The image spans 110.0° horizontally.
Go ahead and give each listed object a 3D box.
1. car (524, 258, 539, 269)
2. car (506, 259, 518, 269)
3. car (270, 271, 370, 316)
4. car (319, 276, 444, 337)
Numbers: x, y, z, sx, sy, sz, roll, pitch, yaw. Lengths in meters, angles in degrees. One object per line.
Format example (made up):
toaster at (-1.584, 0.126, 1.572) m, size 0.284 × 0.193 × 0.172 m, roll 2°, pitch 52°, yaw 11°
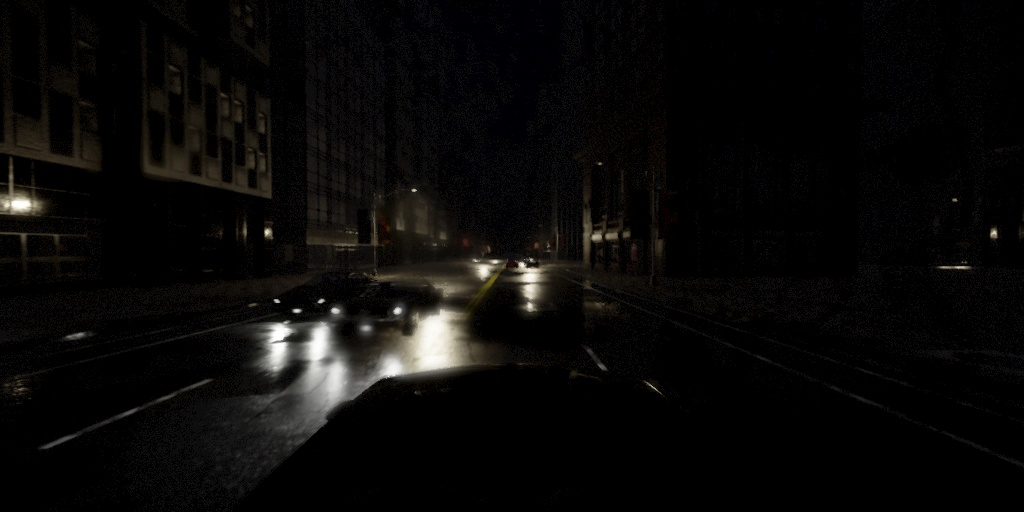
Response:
car at (3.250, 1.206, 56.485) m, size 2.128 × 1.511 × 4.902 m, roll 0°, pitch 0°, yaw 0°
car at (-0.001, 1.277, 57.221) m, size 1.994 × 1.385 × 4.181 m, roll 0°, pitch 0°, yaw 0°
car at (-6.561, 1.295, 13.610) m, size 2.033 × 1.411 × 5.357 m, roll 0°, pitch 0°, yaw 0°
car at (-3.334, 1.349, 10.413) m, size 1.895 × 1.301 × 4.718 m, roll 0°, pitch 0°, yaw 0°
